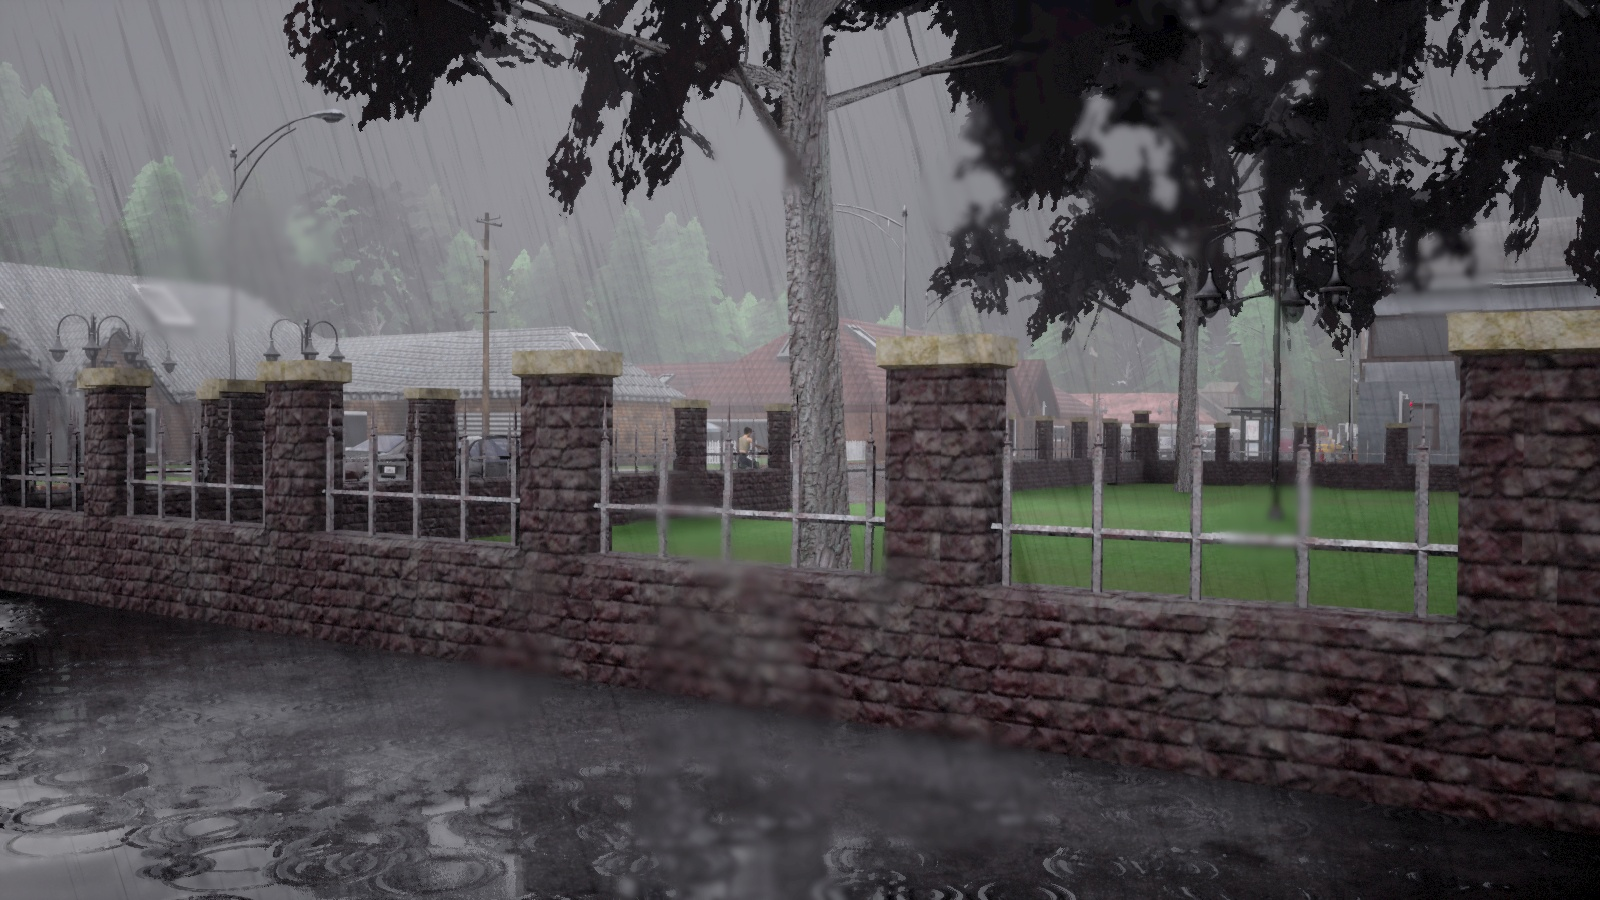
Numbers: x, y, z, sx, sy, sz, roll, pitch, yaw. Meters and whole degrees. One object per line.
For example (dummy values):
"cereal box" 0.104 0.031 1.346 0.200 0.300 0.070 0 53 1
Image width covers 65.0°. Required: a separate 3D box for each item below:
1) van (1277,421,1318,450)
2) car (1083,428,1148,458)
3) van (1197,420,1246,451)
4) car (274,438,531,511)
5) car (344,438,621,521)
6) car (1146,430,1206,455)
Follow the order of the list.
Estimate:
"van" 34.197 -1.003 86.217 1.775 1.987 4.442 0 1 33
"car" 16.914 -0.391 67.125 2.007 1.525 4.514 0 1 33
"van" 28.528 -0.961 84.863 2.069 2.038 4.480 0 1 33
"car" -8.695 0.475 28.017 2.033 1.411 5.357 0 1 33
"car" -6.040 0.496 24.689 2.033 1.411 5.357 0 1 32
"car" 22.867 -0.469 76.218 2.033 1.411 5.357 0 1 33
